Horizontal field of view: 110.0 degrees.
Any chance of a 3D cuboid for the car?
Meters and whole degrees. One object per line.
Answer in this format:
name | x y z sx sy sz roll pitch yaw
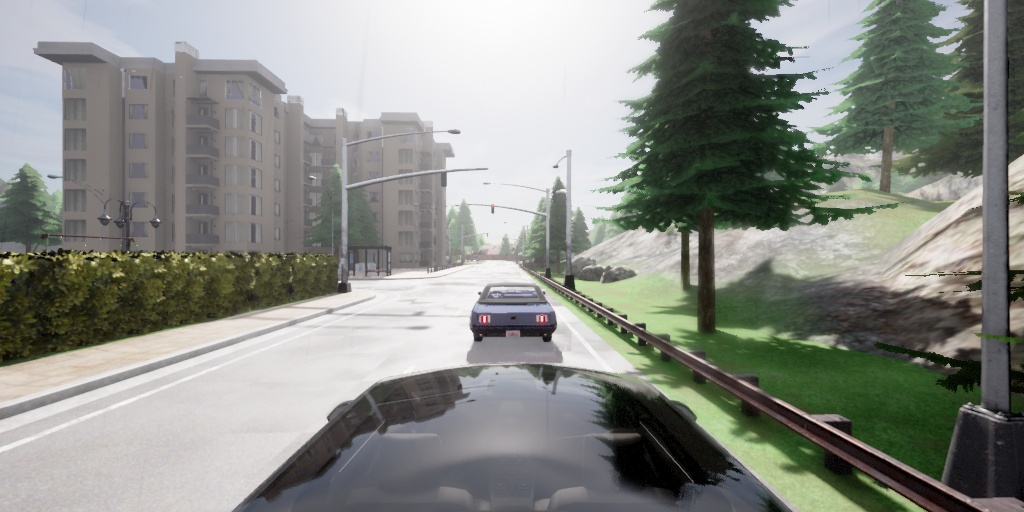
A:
car | -0.003 1.355 9.773 1.895 1.301 4.718 0 0 -1
